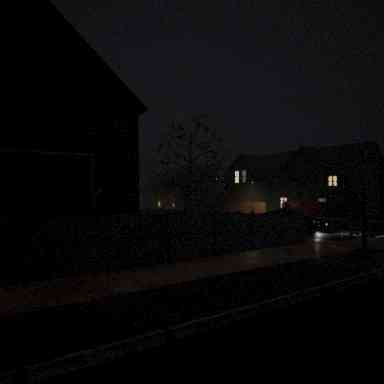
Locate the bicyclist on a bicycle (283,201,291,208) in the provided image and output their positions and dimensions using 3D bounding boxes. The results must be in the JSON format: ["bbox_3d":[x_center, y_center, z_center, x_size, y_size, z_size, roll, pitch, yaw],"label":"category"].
[{"bbox_3d":[8.681,1.667,30.491,1.656,1.620,0.582,-1,0,-36],"label":"bicyclist on a bicycle"}]

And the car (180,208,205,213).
[{"bbox_3d":[0.432,2.196,31.993,1.895,1.301,4.718,-1,-1,-36],"label":"car"}]

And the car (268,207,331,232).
[{"bbox_3d":[7.006,1.832,22.771,1.837,1.490,4.892,-1,-1,-36],"label":"car"}]
